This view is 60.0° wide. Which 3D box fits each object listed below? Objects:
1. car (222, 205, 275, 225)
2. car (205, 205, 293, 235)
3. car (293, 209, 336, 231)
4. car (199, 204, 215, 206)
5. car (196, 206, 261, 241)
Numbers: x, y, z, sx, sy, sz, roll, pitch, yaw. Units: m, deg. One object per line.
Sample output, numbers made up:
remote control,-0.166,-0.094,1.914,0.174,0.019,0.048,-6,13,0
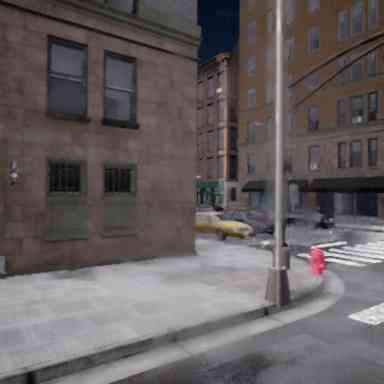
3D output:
car,4.542,1.832,27.310,1.802,1.307,4.206,1,0,-35
car,3.086,1.748,19.924,2.033,1.411,5.357,1,0,-32
car,7.679,1.812,22.899,1.947,1.339,4.313,1,0,-35
car,1.405,1.821,31.721,1.947,1.339,4.313,1,0,-35
car,1.233,1.704,18.118,1.752,1.417,4.829,1,0,-35
